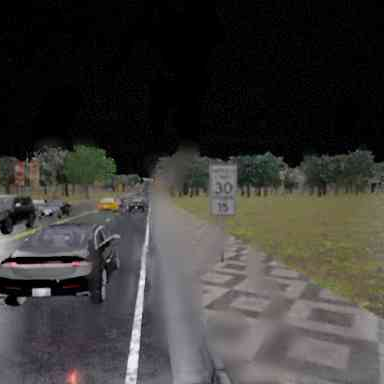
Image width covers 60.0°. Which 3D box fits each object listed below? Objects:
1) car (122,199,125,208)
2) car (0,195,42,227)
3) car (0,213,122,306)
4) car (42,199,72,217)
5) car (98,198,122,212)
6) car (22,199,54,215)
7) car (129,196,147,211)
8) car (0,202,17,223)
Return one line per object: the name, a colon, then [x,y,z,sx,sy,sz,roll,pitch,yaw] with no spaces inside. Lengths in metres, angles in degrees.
car: [-11.051,1.571,49.264,2.033,1.411,5.357,0,0,-6]
car: [-10.820,1.194,19.091,2.150,2.045,5.566,0,0,-7]
car: [-2.855,1.495,8.080,2.128,1.511,4.902,0,0,-7]
car: [-12.042,1.474,29.399,2.128,1.511,4.902,0,0,-7]
car: [-9.781,1.491,39.072,1.882,1.535,5.008,0,0,-6]
car: [-15.872,1.494,34.510,1.812,1.442,4.674,0,0,-9]
car: [-6.681,1.540,40.596,1.837,1.490,4.892,0,0,-6]
car: [-14.710,1.483,24.284,1.812,1.442,4.674,0,0,-7]
